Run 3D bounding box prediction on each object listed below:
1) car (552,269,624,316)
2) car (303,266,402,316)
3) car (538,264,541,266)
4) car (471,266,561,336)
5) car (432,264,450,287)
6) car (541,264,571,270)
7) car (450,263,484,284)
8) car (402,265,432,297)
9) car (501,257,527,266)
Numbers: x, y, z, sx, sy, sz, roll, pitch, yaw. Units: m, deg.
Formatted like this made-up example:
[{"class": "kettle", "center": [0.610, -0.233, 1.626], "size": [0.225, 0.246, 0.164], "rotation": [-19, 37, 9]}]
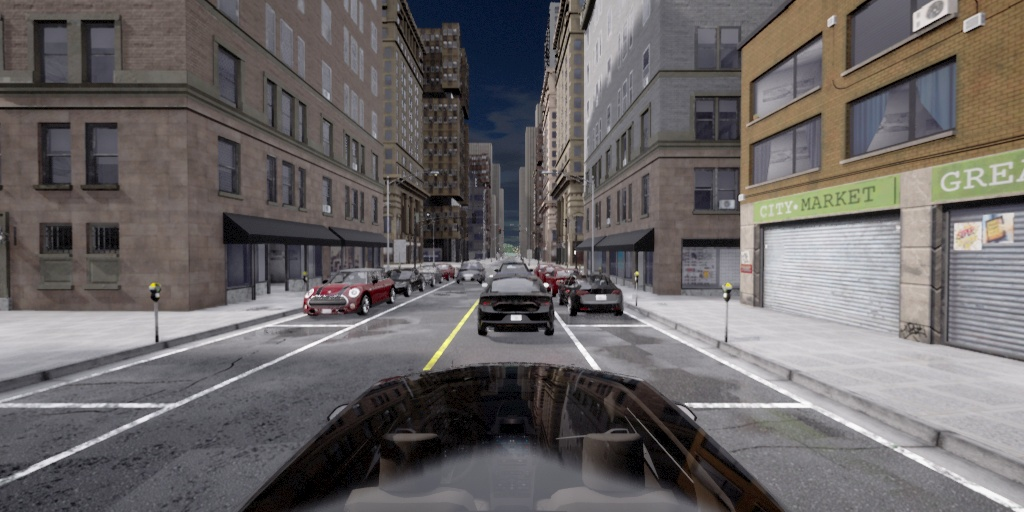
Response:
[{"class": "car", "center": [2.764, 1.318, 13.145], "size": [1.948, 1.339, 4.313], "rotation": [0, 0, 0]}, {"class": "car", "center": [-5.762, 1.192, 13.147], "size": [1.967, 1.591, 4.097], "rotation": [0, 0, 0]}, {"class": "car", "center": [2.766, 1.301, 24.155], "size": [1.888, 1.381, 4.507], "rotation": [0, 0, 0]}, {"class": "car", "center": [0.100, 1.229, 10.475], "size": [1.882, 1.535, 5.008], "rotation": [0, 0, 0]}, {"class": "car", "center": [-5.759, 1.306, 24.157], "size": [2.007, 1.370, 4.403], "rotation": [0, 0, 0]}, {"class": "car", "center": [2.765, 1.299, 18.650], "size": [1.888, 1.381, 4.507], "rotation": [0, 0, 0]}, {"class": "car", "center": [-2.998, 1.250, 26.858], "size": [2.128, 1.511, 4.902], "rotation": [0, 0, 0]}, {"class": "car", "center": [-5.761, 1.319, 18.652], "size": [1.948, 1.339, 4.313], "rotation": [0, 0, 0]}, {"class": "car", "center": [0.105, 1.106, 19.698], "size": [2.097, 1.767, 4.553], "rotation": [0, 0, 0]}]
